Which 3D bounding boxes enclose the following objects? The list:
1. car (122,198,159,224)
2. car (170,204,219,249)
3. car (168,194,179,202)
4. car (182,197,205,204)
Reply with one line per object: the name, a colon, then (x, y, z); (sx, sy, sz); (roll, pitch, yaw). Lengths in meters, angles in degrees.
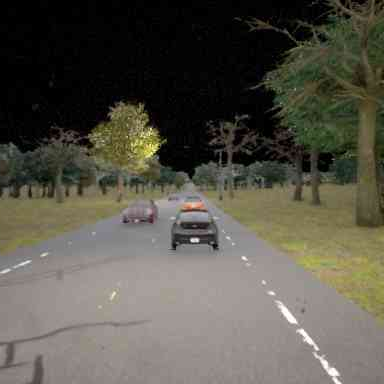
car: (-3.595, 1.273, 23.874); (2.097, 1.767, 4.553); (0, 0, 0)
car: (0.102, 1.478, 14.385); (1.837, 1.490, 4.892); (0, 0, 0)
car: (-3.506, 1.102, 64.166); (2.033, 1.411, 5.357); (0, 1, 0)
car: (0.103, 1.222, 31.072); (2.097, 1.767, 4.553); (0, 0, 0)
